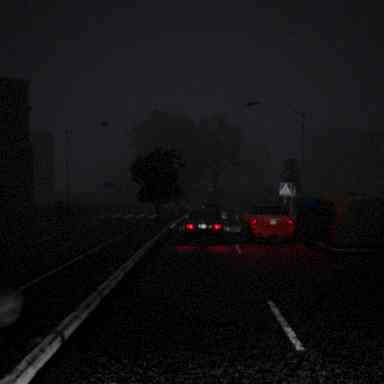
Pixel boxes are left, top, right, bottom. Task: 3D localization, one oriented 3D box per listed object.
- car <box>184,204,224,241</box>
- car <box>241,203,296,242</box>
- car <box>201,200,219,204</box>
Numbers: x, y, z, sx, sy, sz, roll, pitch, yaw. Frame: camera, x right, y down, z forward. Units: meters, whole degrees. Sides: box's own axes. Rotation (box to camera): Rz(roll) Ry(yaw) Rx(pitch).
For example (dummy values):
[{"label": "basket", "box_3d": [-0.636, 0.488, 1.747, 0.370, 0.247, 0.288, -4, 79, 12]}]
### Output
[{"label": "car", "box_3d": [0.632, 1.531, 16.765, 2.033, 1.411, 5.357, 0, 0, 3]}, {"label": "car", "box_3d": [3.655, 1.349, 16.660, 2.097, 1.767, 4.553, 0, 0, 3]}, {"label": "car", "box_3d": [1.835, 1.503, 32.059, 1.837, 1.490, 4.892, 0, 0, 5]}]
